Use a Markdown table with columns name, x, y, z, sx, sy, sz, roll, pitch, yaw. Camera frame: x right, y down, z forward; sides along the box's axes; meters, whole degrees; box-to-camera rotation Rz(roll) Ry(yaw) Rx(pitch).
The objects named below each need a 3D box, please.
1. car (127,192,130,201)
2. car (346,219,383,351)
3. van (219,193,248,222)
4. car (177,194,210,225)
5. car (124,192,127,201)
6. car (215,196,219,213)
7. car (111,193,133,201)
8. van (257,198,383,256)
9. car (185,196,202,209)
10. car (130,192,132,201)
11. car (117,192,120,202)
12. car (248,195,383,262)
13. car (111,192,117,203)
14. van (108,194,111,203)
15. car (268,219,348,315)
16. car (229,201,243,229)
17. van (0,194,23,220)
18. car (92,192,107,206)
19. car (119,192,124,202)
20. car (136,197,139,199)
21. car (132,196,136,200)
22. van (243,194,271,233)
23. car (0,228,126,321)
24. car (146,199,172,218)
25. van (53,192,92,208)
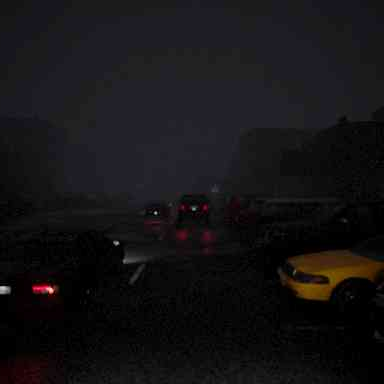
| name | x | y | z | sx | sy | sz | roll | pitch | yaw |
| --- | --- | --- | --- | --- | --- | --- | --- | --- | --- |
| car | -15.900 | 1.177 | 67.608 | 5.008 | 1.535 | 2.097 | 0 | 0 | 0 |
| car | 4.741 | 1.351 | 4.156 | 4.553 | 1.767 | 2.185 | 0 | 0 | 0 |
| van | 4.623 | 1.167 | 26.391 | 4.442 | 1.987 | 1.878 | 0 | 0 | 0 |
| car | 0.125 | 1.149 | 23.448 | 2.150 | 2.045 | 5.566 | 0 | 0 | 0 |
| car | -15.906 | 1.173 | 64.852 | 4.892 | 1.521 | 2.231 | 0 | 0 | 0 |
| car | 4.777 | 1.123 | 29.168 | 5.566 | 2.045 | 2.435 | 0 | 0 | 0 |
| car | -15.889 | 1.089 | 75.876 | 4.553 | 1.767 | 2.185 | 0 | 0 | 0 |
| van | 4.829 | 1.233 | 12.495 | 4.442 | 1.987 | 1.878 | 0 | 0 | 0 |
| car | 0.203 | 1.324 | 42.898 | 2.033 | 1.411 | 5.357 | 0 | 1 | 0 |
| car | -15.915 | 1.186 | 70.364 | 5.008 | 1.535 | 2.097 | 0 | 0 | 0 |
| car | -15.860 | 1.202 | 59.340 | 4.792 | 1.488 | 2.163 | 0 | 0 | 0 |
| car | 4.680 | 1.215 | 9.596 | 5.566 | 2.045 | 2.435 | 0 | 0 | 0 |
| car | -15.890 | 1.178 | 56.584 | 5.008 | 1.535 | 2.097 | 0 | 0 | 0 |
| van | -15.995 | 0.961 | 53.948 | 4.442 | 1.987 | 1.878 | 0 | 0 | 0 |
| car | 4.525 | 1.470 | 6.813 | 5.366 | 1.575 | 1.946 | 0 | 0 | 0 |
| car | 4.712 | 1.440 | 17.932 | 4.892 | 1.521 | 2.231 | 0 | 0 | 0 |
| van | -15.943 | 1.168 | 26.256 | 4.442 | 1.987 | 1.878 | 0 | 0 | 0 |
| car | -15.840 | 0.965 | 48.311 | 5.566 | 2.045 | 2.435 | 0 | 0 | 0 |
| car | -15.901 | 1.171 | 62.095 | 4.892 | 1.521 | 2.231 | 0 | 0 | 0 |
| car | -15.745 | 1.254 | 81.389 | 5.366 | 1.575 | 1.946 | 0 | 0 | 0 |
| car | -15.945 | 0.947 | 73.121 | 5.566 | 2.045 | 2.435 | 0 | 0 | 0 |
| van | 4.833 | 1.225 | 15.149 | 4.442 | 1.987 | 1.878 | 0 | 0 | 0 |
| car | -2.899 | 1.538 | 7.586 | 2.033 | 1.411 | 5.357 | 0 | 0 | 0 |
| car | -2.863 | 1.401 | 28.801 | 1.837 | 1.490 | 4.892 | 0 | 0 | 0 |
| van | -15.741 | 1.034 | 42.800 | 4.442 | 1.987 | 1.878 | 0 | 1 | 0 |
